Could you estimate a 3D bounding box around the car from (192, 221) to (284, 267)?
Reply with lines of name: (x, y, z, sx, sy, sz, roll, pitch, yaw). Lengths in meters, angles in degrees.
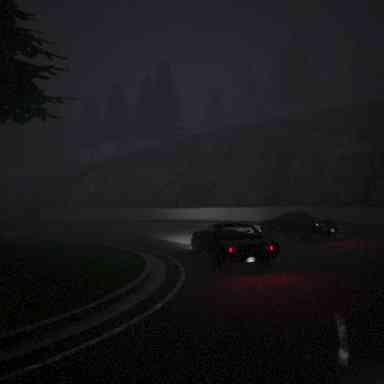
car: (1.309, 1.799, 12.248, 1.895, 1.301, 4.718, 0, -1, -12)

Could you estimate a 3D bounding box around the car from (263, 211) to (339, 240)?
car: (5.836, 1.769, 18.513, 1.812, 1.442, 4.674, 0, -1, -30)

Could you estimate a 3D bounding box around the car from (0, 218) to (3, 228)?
car: (-15.490, 2.133, 22.681, 4.674, 1.442, 1.812, -1, -1, -4)
